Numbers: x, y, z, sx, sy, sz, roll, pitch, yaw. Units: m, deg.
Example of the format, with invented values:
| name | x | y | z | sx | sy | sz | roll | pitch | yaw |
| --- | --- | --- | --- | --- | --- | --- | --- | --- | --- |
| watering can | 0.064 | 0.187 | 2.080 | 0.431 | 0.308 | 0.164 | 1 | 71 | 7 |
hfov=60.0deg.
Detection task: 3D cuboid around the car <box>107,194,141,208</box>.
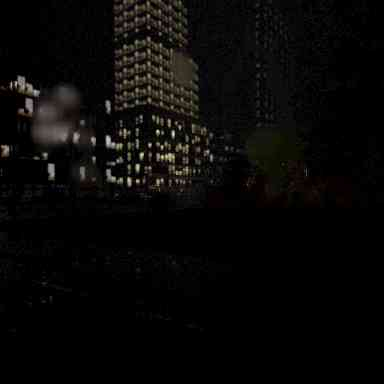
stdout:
| name | x | y | z | sx | sy | sz | roll | pitch | yaw |
| --- | --- | --- | --- | --- | --- | --- | --- | --- | --- |
| car | -10.340 | 1.295 | 51.272 | 2.150 | 2.045 | 5.566 | -1 | -1 | 37 |
